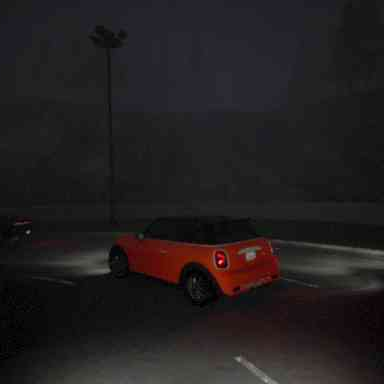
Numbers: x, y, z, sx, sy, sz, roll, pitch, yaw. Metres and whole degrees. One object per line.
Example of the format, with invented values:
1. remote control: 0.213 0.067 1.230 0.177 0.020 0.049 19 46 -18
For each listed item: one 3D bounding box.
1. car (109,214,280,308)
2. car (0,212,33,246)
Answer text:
1. car: -0.229 1.322 8.229 2.097 1.767 4.553 -2 1 -41
2. car: -9.929 1.690 15.295 4.902 1.511 2.128 -2 0 0
